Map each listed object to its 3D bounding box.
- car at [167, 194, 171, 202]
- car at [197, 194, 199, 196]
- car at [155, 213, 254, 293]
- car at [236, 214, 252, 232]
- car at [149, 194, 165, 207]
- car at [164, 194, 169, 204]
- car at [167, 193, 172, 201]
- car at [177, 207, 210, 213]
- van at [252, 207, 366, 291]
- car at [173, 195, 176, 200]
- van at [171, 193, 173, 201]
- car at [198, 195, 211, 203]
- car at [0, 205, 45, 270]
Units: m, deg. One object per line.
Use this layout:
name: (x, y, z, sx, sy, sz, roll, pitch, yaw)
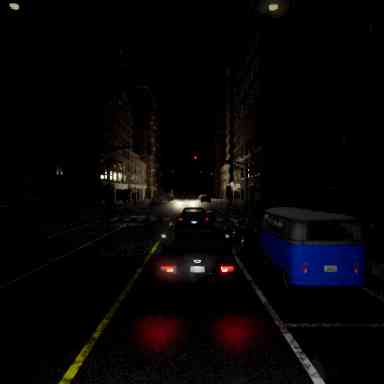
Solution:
car: (-5.669, 1.509, 63.248, 1.887, 1.381, 4.507, 0, 0, 0)
car: (2.856, 1.516, 79.632, 2.008, 1.369, 4.403, 0, 0, 0)
car: (0.101, 1.546, 8.968, 2.033, 1.411, 5.357, 0, 0, 0)
car: (2.856, 1.562, 14.358, 1.947, 1.339, 4.313, 0, 0, 0)
car: (-5.669, 1.493, 52.176, 1.752, 1.417, 4.829, 0, 0, 0)
car: (-5.669, 1.516, 57.797, 2.008, 1.369, 4.403, 0, 0, 0)
car: (-5.669, 1.508, 68.699, 1.887, 1.381, 4.507, 0, 0, 0)
car: (0.101, 1.557, 19.287, 1.994, 1.385, 4.181, 0, 0, 0)
van: (2.855, 1.339, 8.697, 1.690, 1.788, 3.998, 0, 0, 0)
car: (-5.669, 1.516, 79.600, 2.008, 1.369, 4.403, 0, 0, 0)
van: (-5.670, 1.305, 74.149, 1.690, 1.788, 3.998, 0, 0, 0)
car: (2.855, 1.403, 68.734, 1.967, 1.590, 4.097, 0, 0, 0)
car: (-5.670, 1.313, 8.657, 2.192, 1.841, 5.009, 0, 0, 0)
